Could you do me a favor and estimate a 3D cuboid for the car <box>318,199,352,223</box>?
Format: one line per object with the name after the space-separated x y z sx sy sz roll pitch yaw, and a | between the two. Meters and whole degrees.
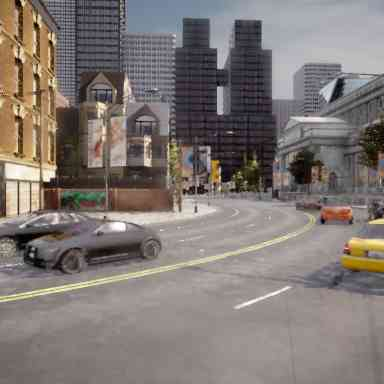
10.881 1.343 25.170 2.097 1.767 4.553 0 0 22 | car

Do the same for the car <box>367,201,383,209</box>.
14.702 1.494 25.468 1.837 1.490 4.892 0 0 20 | car

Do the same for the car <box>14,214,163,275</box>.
-2.968 1.554 10.547 4.181 1.385 1.994 0 0 -44 | car

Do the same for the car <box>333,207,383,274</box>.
5.982 1.452 9.789 1.801 1.575 5.366 0 0 40 | car

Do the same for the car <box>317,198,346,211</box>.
17.585 1.542 42.217 1.994 1.385 4.181 0 0 1 | car

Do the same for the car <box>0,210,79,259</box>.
-5.702 1.478 12.689 4.902 1.511 2.128 0 0 -43 | car

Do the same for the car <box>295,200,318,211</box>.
14.146 1.578 41.045 1.895 1.301 4.718 0 0 3 | car
